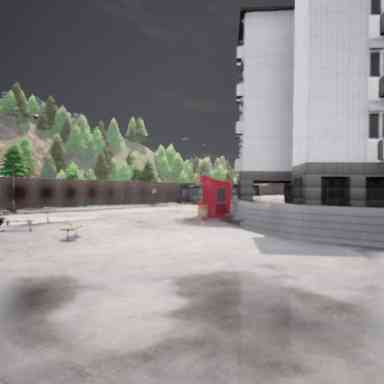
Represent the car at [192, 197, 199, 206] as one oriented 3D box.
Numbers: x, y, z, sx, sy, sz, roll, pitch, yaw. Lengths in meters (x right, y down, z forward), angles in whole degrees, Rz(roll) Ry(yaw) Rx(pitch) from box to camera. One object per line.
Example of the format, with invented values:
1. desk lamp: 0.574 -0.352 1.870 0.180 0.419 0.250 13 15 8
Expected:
1. car: 1.824 1.164 46.363 1.812 1.442 4.674 1 1 36
